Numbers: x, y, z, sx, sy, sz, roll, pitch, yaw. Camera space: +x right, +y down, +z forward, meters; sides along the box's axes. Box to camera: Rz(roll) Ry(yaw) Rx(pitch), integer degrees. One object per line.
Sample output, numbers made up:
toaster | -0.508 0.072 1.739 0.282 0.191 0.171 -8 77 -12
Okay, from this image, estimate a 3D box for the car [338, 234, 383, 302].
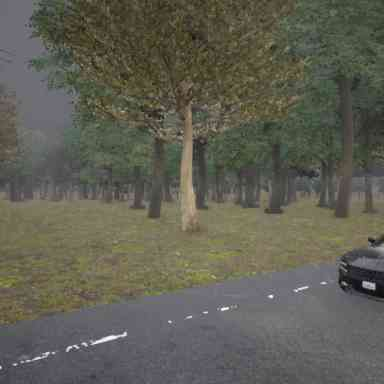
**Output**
car | 5.396 1.483 7.589 5.008 1.535 1.882 0 0 -33
